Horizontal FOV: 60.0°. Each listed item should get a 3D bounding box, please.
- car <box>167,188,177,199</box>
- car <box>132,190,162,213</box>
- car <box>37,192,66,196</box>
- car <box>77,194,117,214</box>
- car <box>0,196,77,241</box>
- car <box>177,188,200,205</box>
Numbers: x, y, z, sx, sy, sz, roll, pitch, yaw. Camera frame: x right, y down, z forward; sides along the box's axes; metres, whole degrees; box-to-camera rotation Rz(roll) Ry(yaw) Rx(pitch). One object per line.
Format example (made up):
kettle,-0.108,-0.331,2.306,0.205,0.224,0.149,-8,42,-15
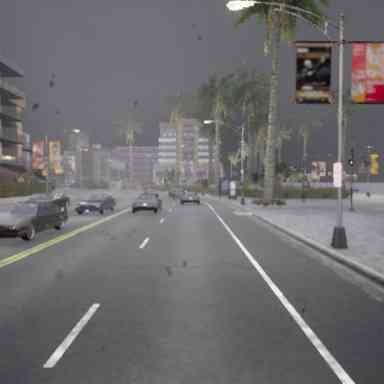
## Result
car,-2.297,0.127,47.517,2.128,1.511,4.902,0,2,-14
car,-3.430,0.815,26.019,1.994,1.385,4.181,0,2,-1
car,-10.634,0.780,24.727,2.128,1.511,4.902,0,2,0
car,-7.094,0.823,25.157,2.033,1.411,5.357,0,2,0
car,-7.102,1.129,14.497,2.033,1.411,5.357,0,2,0
car,-0.270,0.555,35.093,1.994,1.385,4.181,0,2,-4
